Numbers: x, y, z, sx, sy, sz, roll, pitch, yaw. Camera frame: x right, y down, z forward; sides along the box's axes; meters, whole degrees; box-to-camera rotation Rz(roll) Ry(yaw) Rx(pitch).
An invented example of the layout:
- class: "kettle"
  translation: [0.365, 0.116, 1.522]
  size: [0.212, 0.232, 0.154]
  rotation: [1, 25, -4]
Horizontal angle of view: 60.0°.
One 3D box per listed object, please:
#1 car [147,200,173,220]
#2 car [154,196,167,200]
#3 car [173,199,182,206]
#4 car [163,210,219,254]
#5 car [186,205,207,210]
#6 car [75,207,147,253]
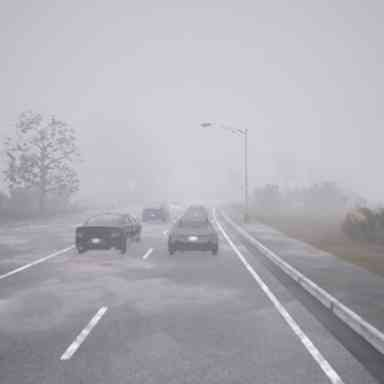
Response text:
- class: "car"
  translation: [-3.102, 1.754, 29.411]
  size: [1.882, 1.535, 5.008]
  rotation: [0, 0, 2]
- class: "car"
  translation: [-6.871, 1.903, 72.455]
  size: [2.150, 2.045, 5.566]
  rotation: [0, -1, 7]
- class: "car"
  translation: [-3.397, 2.214, 72.014]
  size: [1.994, 1.385, 4.181]
  rotation: [0, -1, 7]
- class: "car"
  translation: [0.070, 1.699, 14.215]
  size: [1.994, 1.385, 4.181]
  rotation: [0, 0, 1]
- class: "car"
  translation: [0.386, 1.838, 29.093]
  size: [1.994, 1.385, 4.181]
  rotation: [0, -1, 2]
- class: "car"
  translation: [-3.426, 1.614, 14.455]
  size: [1.882, 1.535, 5.008]
  rotation: [0, 0, 1]
